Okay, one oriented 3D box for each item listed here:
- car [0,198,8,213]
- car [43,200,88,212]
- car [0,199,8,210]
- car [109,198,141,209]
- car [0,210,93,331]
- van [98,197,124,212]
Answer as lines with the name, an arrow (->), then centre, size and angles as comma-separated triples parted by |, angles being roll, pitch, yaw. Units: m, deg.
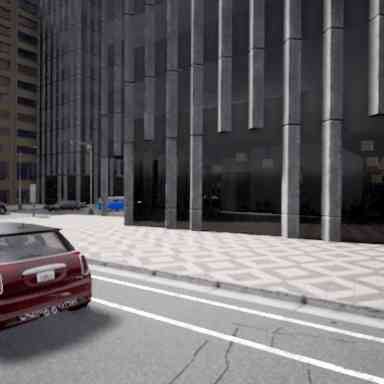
car -> -22.702, 1.551, 36.258 | 1.967, 1.590, 4.097 | 1, 0, 36
car -> -15.683, 1.673, 41.430 | 2.033, 1.411, 5.357 | 1, 0, 36
car -> -21.274, 1.489, 33.610 | 2.097, 1.767, 4.553 | 1, 0, 35
car -> -9.933, 1.639, 49.399 | 1.812, 1.442, 4.674 | 1, 0, 36
car -> -4.088, 1.388, 6.597 | 4.553, 1.767, 2.097 | 0, 0, 35
van -> -9.419, 1.517, 40.092 | 1.690, 1.788, 3.998 | 1, 0, 36
